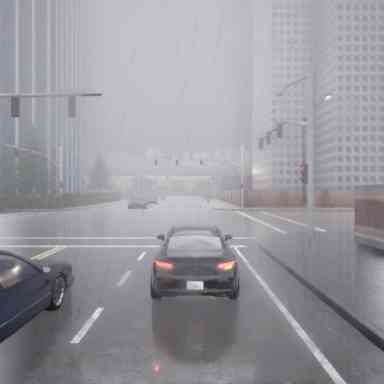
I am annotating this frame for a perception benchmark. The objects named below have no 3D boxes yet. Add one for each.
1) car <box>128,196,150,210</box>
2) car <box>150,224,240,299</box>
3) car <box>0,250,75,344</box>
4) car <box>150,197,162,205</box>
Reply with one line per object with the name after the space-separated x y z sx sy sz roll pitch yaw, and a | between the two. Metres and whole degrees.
-6.884 1.345 42.135 2.097 1.767 4.553 0 0 -4 | car
0.070 1.525 8.309 1.812 1.442 4.674 0 0 0 | car
-3.445 1.547 4.712 2.033 1.411 5.357 0 0 1 | car
-7.118 1.539 58.973 2.033 1.411 5.357 0 0 0 | car
